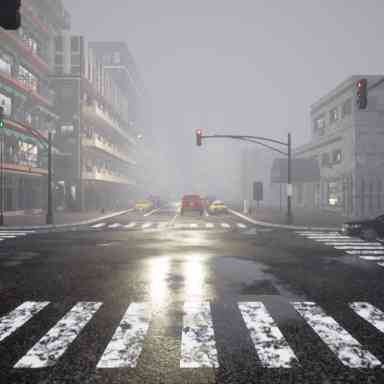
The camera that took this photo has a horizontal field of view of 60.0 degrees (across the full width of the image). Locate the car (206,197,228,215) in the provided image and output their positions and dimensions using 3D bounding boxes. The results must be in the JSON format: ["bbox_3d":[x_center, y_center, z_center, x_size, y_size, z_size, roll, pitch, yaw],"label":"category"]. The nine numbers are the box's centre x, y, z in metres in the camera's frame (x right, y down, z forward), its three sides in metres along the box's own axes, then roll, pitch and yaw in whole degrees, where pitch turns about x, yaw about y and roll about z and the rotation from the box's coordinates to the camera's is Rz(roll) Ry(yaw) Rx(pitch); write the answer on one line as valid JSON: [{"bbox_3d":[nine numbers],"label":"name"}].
[{"bbox_3d":[2.691,1.544,34.001,1.752,1.417,4.829,0,0,0],"label":"car"}]

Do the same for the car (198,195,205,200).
[{"bbox_3d":[2.686,1.670,94.762,2.008,1.369,4.403,0,0,0],"label":"car"}]

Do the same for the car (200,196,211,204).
[{"bbox_3d":[2.688,1.612,67.066,2.008,1.369,4.403,0,0,0],"label":"car"}]

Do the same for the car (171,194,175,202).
[{"bbox_3d":[-5.693,1.628,78.144,1.887,1.381,4.507,0,0,0],"label":"car"}]

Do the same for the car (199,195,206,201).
[{"bbox_3d":[2.687,1.632,89.393,1.752,1.417,4.829,0,0,0],"label":"car"}]

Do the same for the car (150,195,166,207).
[{"bbox_3d":[-5.690,1.351,50.448,2.192,1.841,5.009,0,0,0],"label":"car"}]

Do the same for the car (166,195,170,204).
[{"bbox_3d":[-5.692,1.603,61.526,2.008,1.369,4.403,0,0,0],"label":"car"}]

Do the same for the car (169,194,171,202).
[{"bbox_3d":[-5.692,1.587,66.895,1.752,1.417,4.829,0,0,0],"label":"car"}]

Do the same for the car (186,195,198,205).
[{"bbox_3d":[0.002,1.403,61.077,2.097,1.767,4.553,0,0,0],"label":"car"}]

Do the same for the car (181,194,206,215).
[{"bbox_3d":[0.034,1.242,34.491,2.150,2.045,5.566,0,0,1],"label":"car"}]

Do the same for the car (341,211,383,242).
[{"bbox_3d":[9.675,1.572,15.984,4.674,1.442,1.812,0,0,4],"label":"car"}]

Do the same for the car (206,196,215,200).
[{"bbox_3d":[2.690,1.611,44.910,1.802,1.307,4.206,0,0,0],"label":"car"}]

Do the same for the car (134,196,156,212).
[{"bbox_3d":[-5.691,1.549,39.199,1.752,1.417,4.829,0,0,0],"label":"car"}]

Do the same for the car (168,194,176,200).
[{"bbox_3d":[-5.694,1.434,94.762,2.192,1.841,5.009,0,0,0],"label":"car"}]
